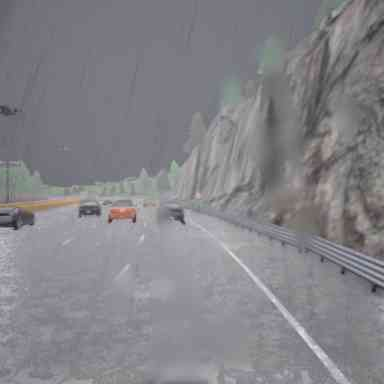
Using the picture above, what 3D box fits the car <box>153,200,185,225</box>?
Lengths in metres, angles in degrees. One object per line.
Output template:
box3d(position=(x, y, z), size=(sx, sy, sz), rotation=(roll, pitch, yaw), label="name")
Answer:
box3d(position=(-1.666, 1.539, 24.809), size=(1.837, 1.490, 4.892), rotation=(0, 0, -8), label="car")

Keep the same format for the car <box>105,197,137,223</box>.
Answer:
box3d(position=(-5.580, 1.449, 27.142), size=(2.097, 1.767, 4.553), rotation=(-1, 0, -9), label="car")

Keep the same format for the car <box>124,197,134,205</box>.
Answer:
box3d(position=(-12.382, 1.743, 65.140), size=(1.812, 1.442, 4.674), rotation=(-1, 0, -10), label="car")

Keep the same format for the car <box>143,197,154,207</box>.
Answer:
box3d(position=(-7.062, 1.583, 55.067), size=(1.801, 1.575, 5.366), rotation=(-1, 0, -10), label="car")

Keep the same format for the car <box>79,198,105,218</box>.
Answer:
box3d(position=(-9.990, 1.649, 32.984), size=(1.882, 1.535, 5.008), rotation=(-1, 0, -11), label="car")

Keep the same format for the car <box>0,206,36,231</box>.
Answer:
box3d(position=(-11.820, 1.690, 21.885), size=(2.128, 1.511, 4.902), rotation=(-1, 0, -9), label="car")
